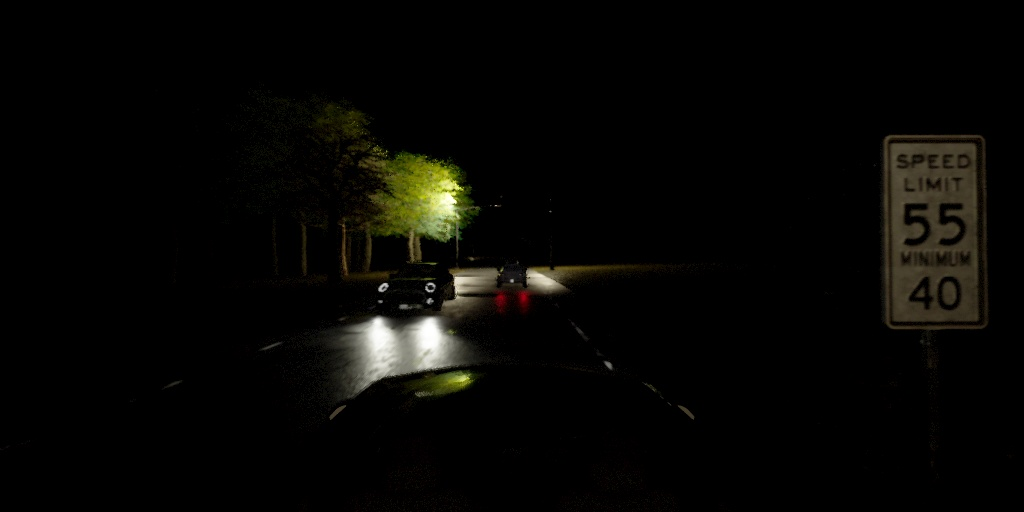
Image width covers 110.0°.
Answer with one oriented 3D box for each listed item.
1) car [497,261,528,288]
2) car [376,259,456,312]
[{"bbox_3d":[0.012,1.200,22.975,1.812,1.442,4.674,0,0,0],"label":"car"},{"bbox_3d":[-3.509,1.037,13.851,2.097,1.767,4.553,0,0,0],"label":"car"}]
